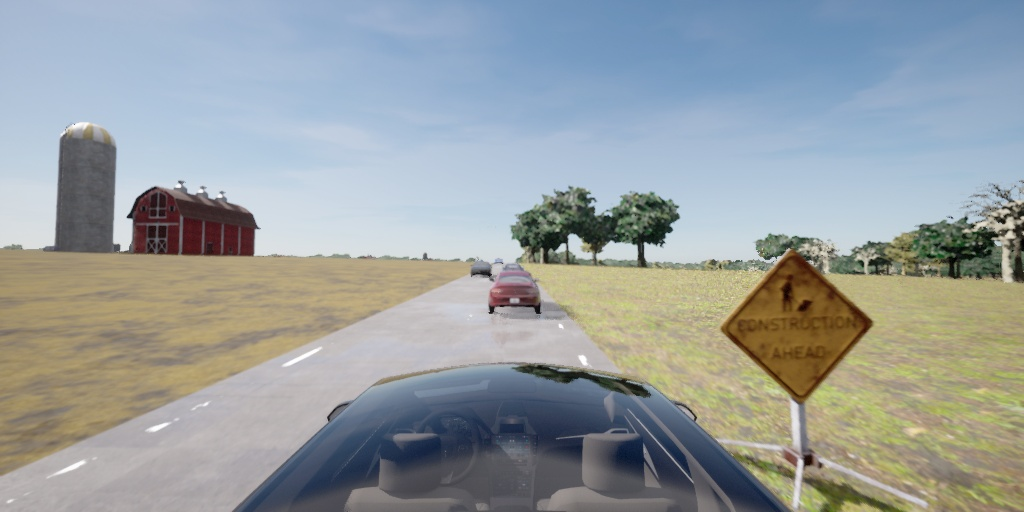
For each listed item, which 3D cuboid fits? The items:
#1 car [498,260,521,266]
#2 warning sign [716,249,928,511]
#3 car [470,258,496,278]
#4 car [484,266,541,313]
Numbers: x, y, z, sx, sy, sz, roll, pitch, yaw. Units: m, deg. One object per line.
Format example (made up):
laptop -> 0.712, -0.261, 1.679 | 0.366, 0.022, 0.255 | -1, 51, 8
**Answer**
car -> 0.090, 1.303, 29.331 | 1.994, 1.385, 4.181 | 0, 0, 0
warning sign -> 2.449, 0.865, 3.028 | 1.300, 1.860, 1.060 | 0, 0, 0
car -> -2.851, 1.219, 34.157 | 1.882, 1.535, 5.008 | 0, 0, 0
car -> 0.091, 1.268, 13.812 | 1.812, 1.442, 4.674 | 0, 0, 0
